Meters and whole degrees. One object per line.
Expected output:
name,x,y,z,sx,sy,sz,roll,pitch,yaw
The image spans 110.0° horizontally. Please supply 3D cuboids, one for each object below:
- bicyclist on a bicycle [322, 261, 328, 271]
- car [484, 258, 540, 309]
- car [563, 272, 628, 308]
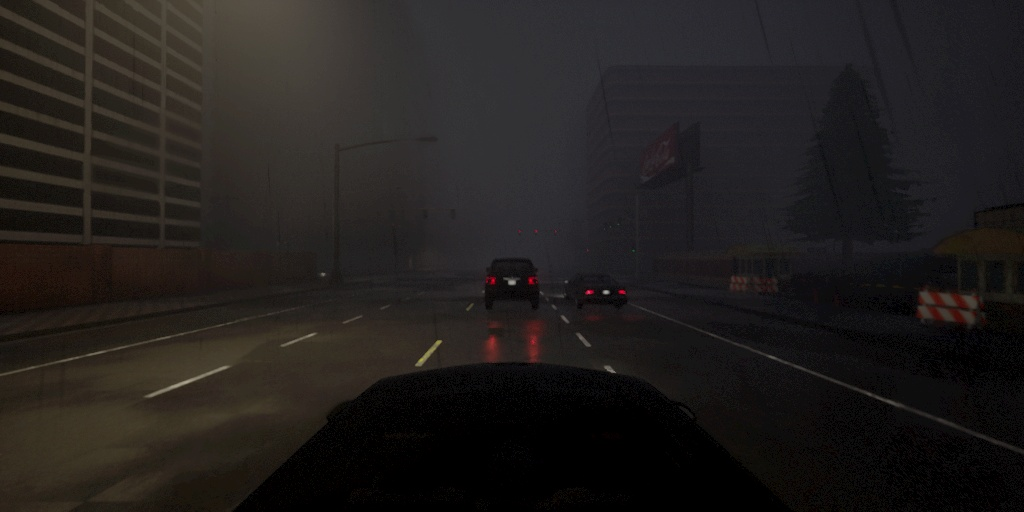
bicyclist on a bicycle,-28.005,1.522,53.608,0.582,1.620,1.656,0,0,0
car,0.001,1.095,15.866,2.150,2.045,5.566,0,0,0
car,3.501,1.425,15.829,2.033,1.411,5.357,0,0,0
